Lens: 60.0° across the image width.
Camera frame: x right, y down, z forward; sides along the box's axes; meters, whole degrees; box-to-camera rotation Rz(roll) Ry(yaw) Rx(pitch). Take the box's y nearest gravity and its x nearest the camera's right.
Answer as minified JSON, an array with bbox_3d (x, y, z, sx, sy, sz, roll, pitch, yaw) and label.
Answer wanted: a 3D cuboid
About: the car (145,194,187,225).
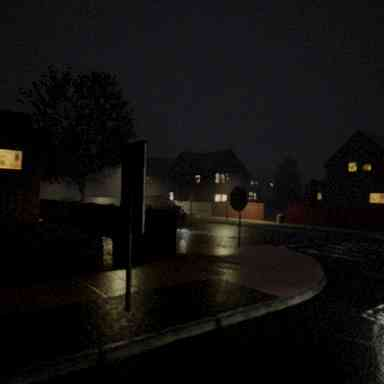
[{"bbox_3d":[-2.611,1.186,23.213,2.150,2.045,5.566,2,-1,-37],"label":"car"}]

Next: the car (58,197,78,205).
[{"bbox_3d":[-14.509,1.394,39.100,1.837,1.490,4.892,2,-1,-37],"label":"car"}]
